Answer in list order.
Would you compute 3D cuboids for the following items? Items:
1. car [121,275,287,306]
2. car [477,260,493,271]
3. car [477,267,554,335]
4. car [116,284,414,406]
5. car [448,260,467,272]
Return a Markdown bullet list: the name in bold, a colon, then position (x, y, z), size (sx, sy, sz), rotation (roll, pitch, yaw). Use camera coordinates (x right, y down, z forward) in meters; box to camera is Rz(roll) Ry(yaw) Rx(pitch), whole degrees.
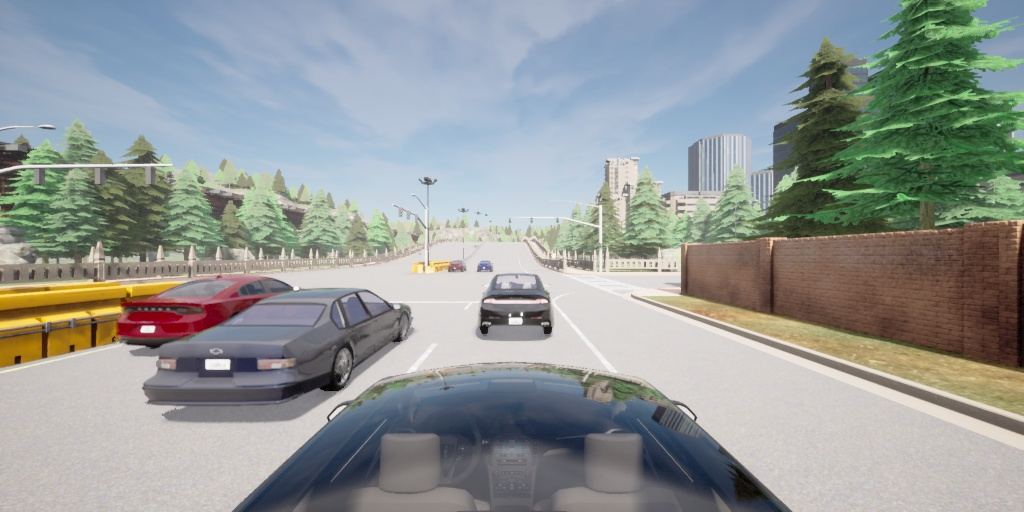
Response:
- **car**: position (-6.898, 1.228, 9.269), size (1.882, 1.535, 5.008), rotation (0, 0, 0)
- **car**: position (-3.391, 1.276, 45.777), size (1.812, 1.442, 4.674), rotation (0, 0, 0)
- **car**: position (0.137, 1.242, 10.461), size (2.128, 1.511, 4.902), rotation (0, 0, 1)
- **car**: position (-3.398, 1.298, 6.648), size (2.033, 1.411, 5.357), rotation (0, 0, 0)
- **car**: position (-6.887, 1.276, 45.378), size (1.812, 1.442, 4.674), rotation (0, 0, 0)
